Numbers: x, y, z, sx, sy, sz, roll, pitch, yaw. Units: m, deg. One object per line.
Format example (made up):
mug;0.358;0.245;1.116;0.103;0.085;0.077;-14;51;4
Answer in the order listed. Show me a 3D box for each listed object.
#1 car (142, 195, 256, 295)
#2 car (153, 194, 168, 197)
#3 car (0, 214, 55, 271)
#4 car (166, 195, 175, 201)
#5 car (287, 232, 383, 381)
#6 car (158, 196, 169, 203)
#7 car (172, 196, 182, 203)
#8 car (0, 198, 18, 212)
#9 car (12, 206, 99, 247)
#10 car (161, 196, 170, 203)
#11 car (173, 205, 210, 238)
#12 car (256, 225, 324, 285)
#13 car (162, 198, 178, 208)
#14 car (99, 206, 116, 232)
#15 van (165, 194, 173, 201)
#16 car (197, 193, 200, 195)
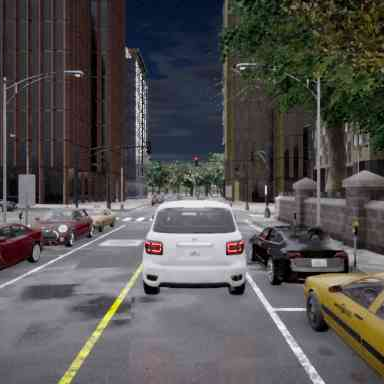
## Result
car;0.056;1.222;8.863;2.150;2.045;5.566;0;0;0
car;-5.828;1.329;57.584;2.192;1.841;5.009;0;0;0
car;-5.775;1.545;9.262;1.887;1.381;4.507;0;0;0
car;-5.864;1.585;90.210;2.008;1.369;4.403;0;0;0
car;2.756;1.525;3.987;1.752;1.417;4.829;0;0;0
car;-5.840;1.602;68.459;1.802;1.307;4.206;0;0;0
car;-3.079;1.574;70.496;1.994;1.385;4.181;0;0;0
car;-19.177;1.160;31.618;4.892;1.490;1.837;1;0;0
car;-5.781;1.441;14.720;1.967;1.590;4.097;0;0;0
car;-5.846;1.548;73.727;1.752;1.417;4.829;0;0;0
car;0.003;1.527;18.508;1.812;1.442;4.674;0;0;0
car;2.750;1.566;9.274;1.947;1.339;4.313;0;0;0
car;-3.149;1.574;48.149;1.994;1.385;4.181;0;0;0
car;-5.787;1.527;20.006;1.752;1.417;4.829;0;0;0
van;-5.858;1.372;84.772;1.690;1.788;3.998;0;0;0
car;2.673;1.572;79.344;1.887;1.381;4.507;0;0;0
